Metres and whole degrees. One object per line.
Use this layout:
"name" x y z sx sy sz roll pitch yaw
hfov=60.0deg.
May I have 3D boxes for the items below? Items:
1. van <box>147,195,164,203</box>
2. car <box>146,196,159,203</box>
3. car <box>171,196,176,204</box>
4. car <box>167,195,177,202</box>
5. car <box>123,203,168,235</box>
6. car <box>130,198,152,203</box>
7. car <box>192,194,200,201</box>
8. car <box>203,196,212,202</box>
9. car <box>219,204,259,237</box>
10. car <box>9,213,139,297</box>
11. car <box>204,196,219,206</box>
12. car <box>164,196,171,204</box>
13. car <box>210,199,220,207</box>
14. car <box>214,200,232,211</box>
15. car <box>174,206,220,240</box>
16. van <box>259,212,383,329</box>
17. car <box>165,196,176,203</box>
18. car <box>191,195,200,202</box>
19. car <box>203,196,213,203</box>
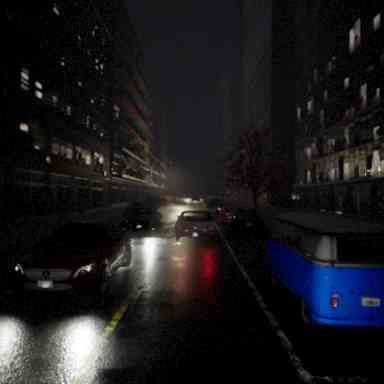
"van" -4.847 1.284 40.949 1.690 1.788 3.998 1 0 1
"car" -4.919 1.469 35.133 1.752 1.417 4.829 1 0 1
"car" -4.591 1.483 63.534 1.887 1.381 4.507 1 0 1
"car" -4.461 1.487 74.826 2.008 1.369 4.403 1 0 1
"car" -2.654 1.534 18.645 1.994 1.385 4.181 1 0 0
"car" -4.983 1.527 29.657 1.802 1.307 4.206 1 0 1
"car" 0.980 1.404 86.510 2.128 1.511 4.902 1 0 1
"car" 3.415 1.595 74.519 1.802 1.307 4.206 1 0 1
"car" 2.763 1.589 17.997 1.947 1.339 4.313 1 0 1
"car" -2.770 1.497 8.666 1.812 1.442 4.674 1 0 1
"car" 3.092 1.459 46.258 1.967 1.590 4.097 1 0 1
"car" -4.723 1.522 52.241 1.802 1.307 4.206 1 0 1
"car" 2.893 1.588 29.302 1.947 1.339 4.313 1 0 1
"car" 2.828 1.567 23.649 1.887 1.381 4.507 1 0 1
"car" 0.174 1.599 16.868 1.895 1.301 4.718 1 0 1
"van" 2.637 1.366 6.693 1.690 1.788 3.998 1 0 1
"car" -4.527 1.503 69.180 1.947 1.339 4.313 1 0 1
"car" 0.866 1.500 76.616 1.994 1.385 4.181 1 0 1
"car" 3.351 1.559 68.867 1.887 1.381 4.507 1 0 1
